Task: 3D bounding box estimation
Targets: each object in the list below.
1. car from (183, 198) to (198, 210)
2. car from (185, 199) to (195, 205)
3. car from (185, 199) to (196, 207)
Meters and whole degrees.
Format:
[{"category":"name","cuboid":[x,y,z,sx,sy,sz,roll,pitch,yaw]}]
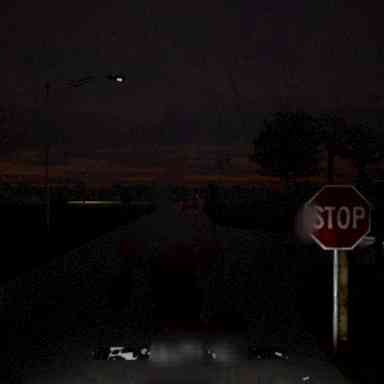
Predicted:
[{"category":"car","cuboid":[-0.210,1.648,48.705,2.097,1.767,4.553,0,0,0]},{"category":"car","cuboid":[-0.440,2.156,70.833,1.895,1.301,4.718,0,-1,0]},{"category":"car","cuboid":[-0.287,1.955,60.635,1.812,1.442,4.674,0,-1,0]}]
